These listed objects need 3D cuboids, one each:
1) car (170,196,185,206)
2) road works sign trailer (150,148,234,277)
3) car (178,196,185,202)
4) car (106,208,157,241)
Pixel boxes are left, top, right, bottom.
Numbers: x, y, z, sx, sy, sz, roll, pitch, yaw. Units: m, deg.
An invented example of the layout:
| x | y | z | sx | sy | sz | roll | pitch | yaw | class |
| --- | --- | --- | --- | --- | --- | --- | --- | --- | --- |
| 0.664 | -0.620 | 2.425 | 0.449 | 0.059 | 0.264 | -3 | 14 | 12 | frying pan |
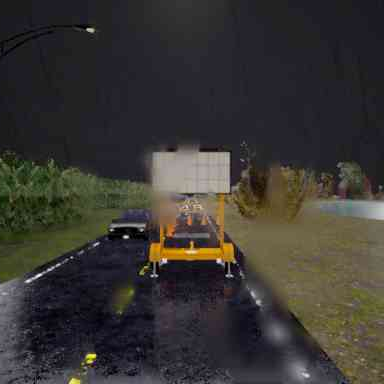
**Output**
| x | y | z | sx | sy | sz | roll | pitch | yaw | class |
| --- | --- | --- | --- | --- | --- | --- | --- | --- | --- |
| -2.847 | 1.651 | 58.738 | 2.033 | 1.411 | 5.357 | 0 | 0 | 0 | car |
| -0.004 | 0.471 | 10.234 | 2.380 | 3.560 | 2.880 | 0 | 0 | 0 | road works sign trailer |
| -2.775 | 1.832 | 88.858 | 1.895 | 1.301 | 4.718 | 0 | 0 | 0 | car |
| -2.856 | 1.562 | 17.050 | 2.033 | 1.411 | 5.357 | 0 | 0 | 0 | car |
